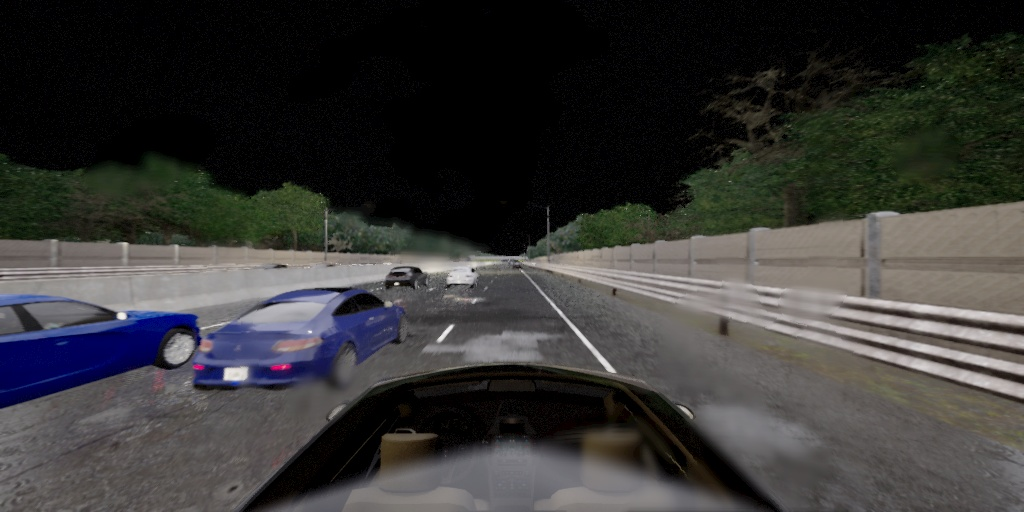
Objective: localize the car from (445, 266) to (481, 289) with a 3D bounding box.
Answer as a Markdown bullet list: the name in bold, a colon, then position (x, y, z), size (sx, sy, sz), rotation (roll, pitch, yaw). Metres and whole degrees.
- **car**: position (-3.391, 1.451, 25.140), size (1.812, 1.442, 4.674), rotation (0, 0, 0)

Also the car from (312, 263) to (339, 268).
- **car**: position (-21.054, 1.554, 40.201), size (1.882, 1.535, 5.008), rotation (0, -1, 0)

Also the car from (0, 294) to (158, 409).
- **car**: position (-6.898, 1.242, 4.836), size (1.882, 1.535, 5.008), rotation (0, 0, 0)

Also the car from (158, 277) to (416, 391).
- **car**: position (-3.396, 1.300, 6.725), size (1.812, 1.442, 4.674), rotation (0, 0, 0)

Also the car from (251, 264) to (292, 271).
- **car**: position (-24.560, 1.543, 36.711), size (1.837, 1.490, 4.892), rotation (0, 0, 0)

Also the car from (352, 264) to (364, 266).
- **car**: position (-17.553, 1.649, 41.002), size (1.994, 1.385, 4.181), rotation (0, -1, 0)

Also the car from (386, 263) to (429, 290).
- **car**: position (-6.892, 1.420, 23.885), size (1.837, 1.490, 4.892), rotation (0, 0, 0)
